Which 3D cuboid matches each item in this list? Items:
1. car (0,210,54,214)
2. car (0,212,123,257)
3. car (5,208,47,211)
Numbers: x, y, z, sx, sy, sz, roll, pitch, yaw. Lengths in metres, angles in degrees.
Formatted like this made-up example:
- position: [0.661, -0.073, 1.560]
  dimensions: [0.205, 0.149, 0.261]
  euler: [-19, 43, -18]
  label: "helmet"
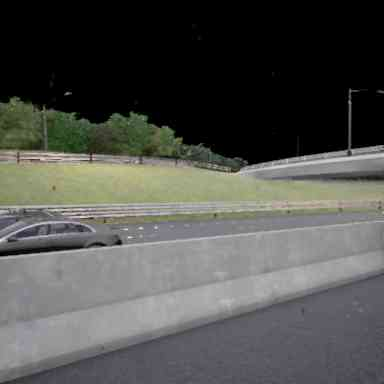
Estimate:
- position: [-6.657, 1.555, 12.141]
  dimensions: [5.357, 1.411, 2.033]
  euler: [0, 0, -35]
  label: "car"
- position: [-4.402, 1.500, 9.451]
  dimensions: [4.902, 1.511, 2.128]
  euler: [0, 0, -36]
  label: "car"
- position: [-8.117, 1.515, 15.399]
  dimensions: [4.892, 1.490, 1.837]
  euler: [0, 0, -35]
  label: "car"
